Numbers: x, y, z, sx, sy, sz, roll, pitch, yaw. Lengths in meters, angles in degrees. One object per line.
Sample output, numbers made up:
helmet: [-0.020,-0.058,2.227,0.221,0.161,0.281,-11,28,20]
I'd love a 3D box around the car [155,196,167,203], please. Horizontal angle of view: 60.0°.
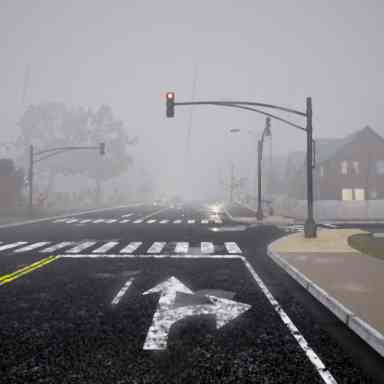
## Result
car: [-6.327,1.497,68.207,1.882,1.535,5.008,0,0,5]

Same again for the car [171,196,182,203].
car: [-3.093,1.535,67.890,1.812,1.442,4.674,0,0,5]
